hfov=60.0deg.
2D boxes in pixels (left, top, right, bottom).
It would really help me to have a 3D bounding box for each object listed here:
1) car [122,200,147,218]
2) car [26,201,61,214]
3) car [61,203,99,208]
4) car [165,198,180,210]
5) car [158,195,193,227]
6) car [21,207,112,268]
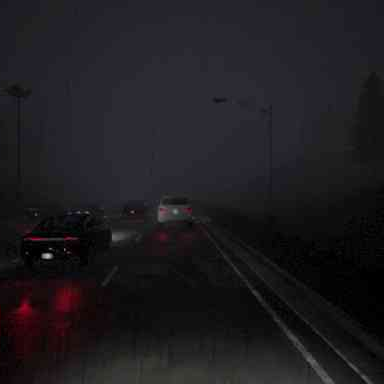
[{"bbox_3d":[-5.114,1.478,30.031,1.882,1.535,5.008,0,0,-4],"label":"car"},{"bbox_3d":[-11.973,1.521,27.612,2.128,1.511,4.902,0,0,-3],"label":"car"},{"bbox_3d":[-8.403,1.563,26.608,2.033,1.411,5.357,0,0,-3],"label":"car"},{"bbox_3d":[-2.606,1.508,43.279,1.812,1.442,4.674,0,0,-5],"label":"car"},{"bbox_3d":[-1.155,1.213,22.617,2.150,2.045,5.566,0,0,-3],"label":"car"},{"bbox_3d":[-4.023,1.500,11.364,2.128,1.511,4.902,0,0,-3],"label":"car"}]
